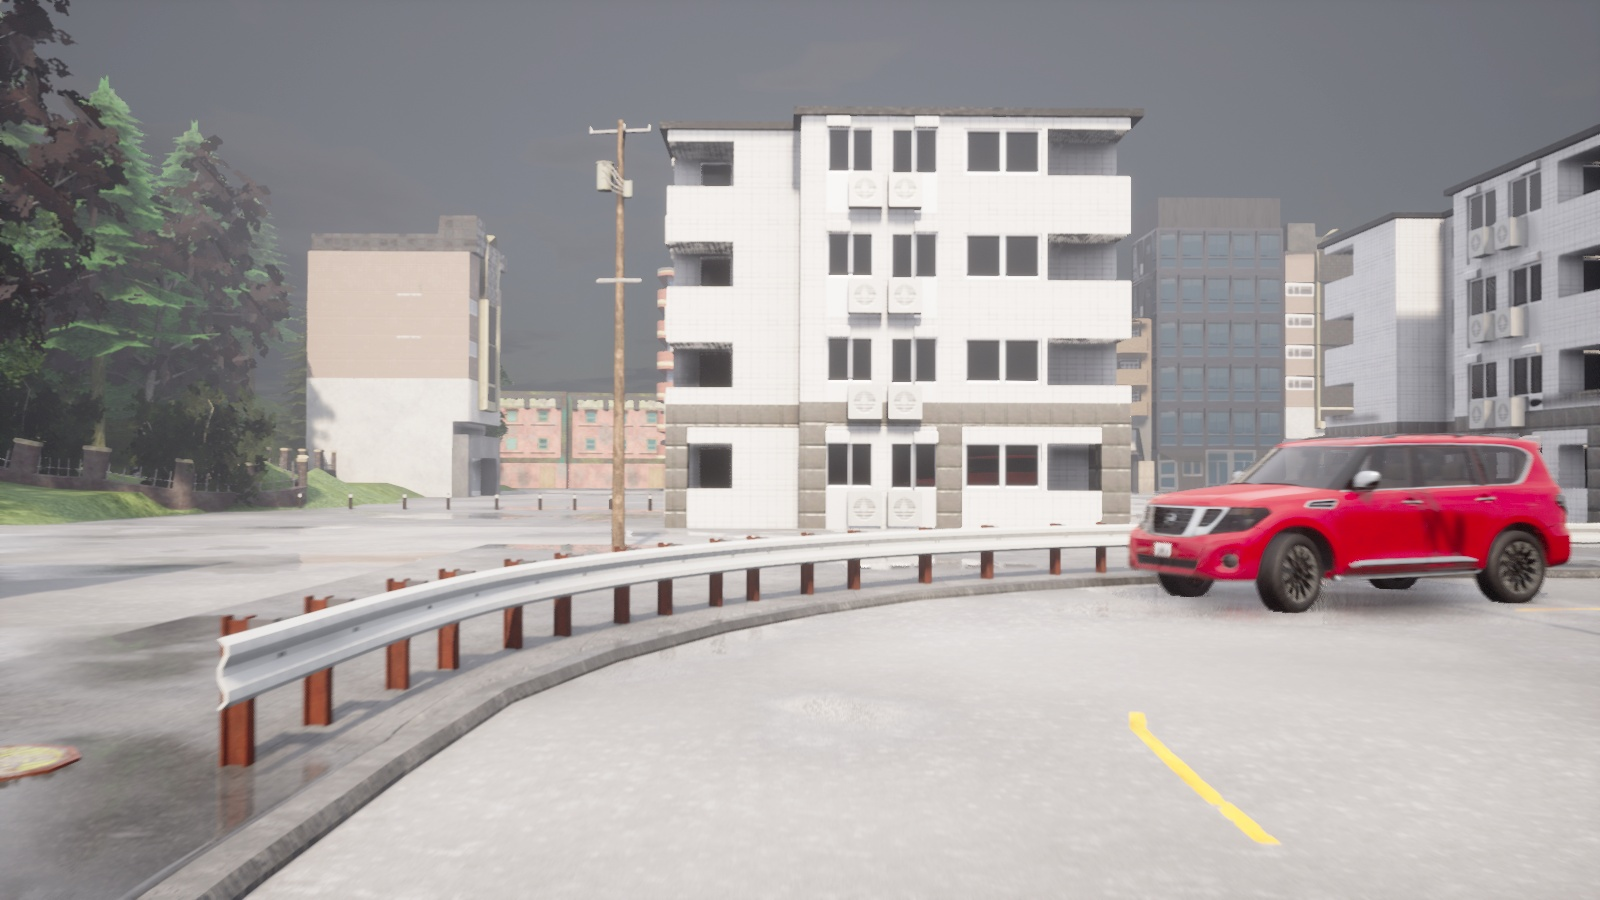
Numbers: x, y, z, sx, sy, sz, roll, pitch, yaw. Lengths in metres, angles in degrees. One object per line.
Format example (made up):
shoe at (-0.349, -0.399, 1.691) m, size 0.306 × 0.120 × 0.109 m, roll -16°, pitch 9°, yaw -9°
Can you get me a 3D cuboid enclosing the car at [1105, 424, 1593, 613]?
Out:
car at (6.787, 0.769, 15.565) m, size 5.566 × 2.045 × 2.150 m, roll 0°, pitch -1°, yaw -20°
